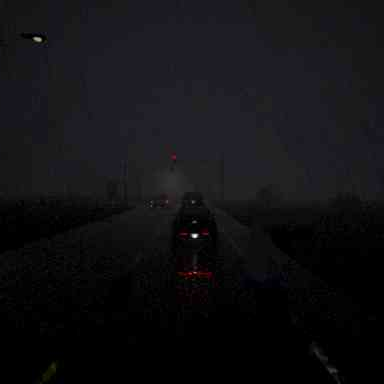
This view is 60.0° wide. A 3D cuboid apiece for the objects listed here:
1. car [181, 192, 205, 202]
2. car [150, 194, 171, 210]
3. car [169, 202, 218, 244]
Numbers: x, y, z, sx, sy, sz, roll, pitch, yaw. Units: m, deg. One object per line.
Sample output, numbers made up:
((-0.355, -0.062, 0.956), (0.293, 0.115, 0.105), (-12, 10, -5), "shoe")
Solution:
((0.120, 0.987, 32.916), (2.150, 2.045, 5.566), (0, 0, 0), "car")
((-3.494, 1.083, 37.610), (2.097, 1.767, 4.553), (0, 1, 0), "car")
((0.109, 1.399, 15.108), (1.837, 1.490, 4.892), (0, 0, 0), "car")
